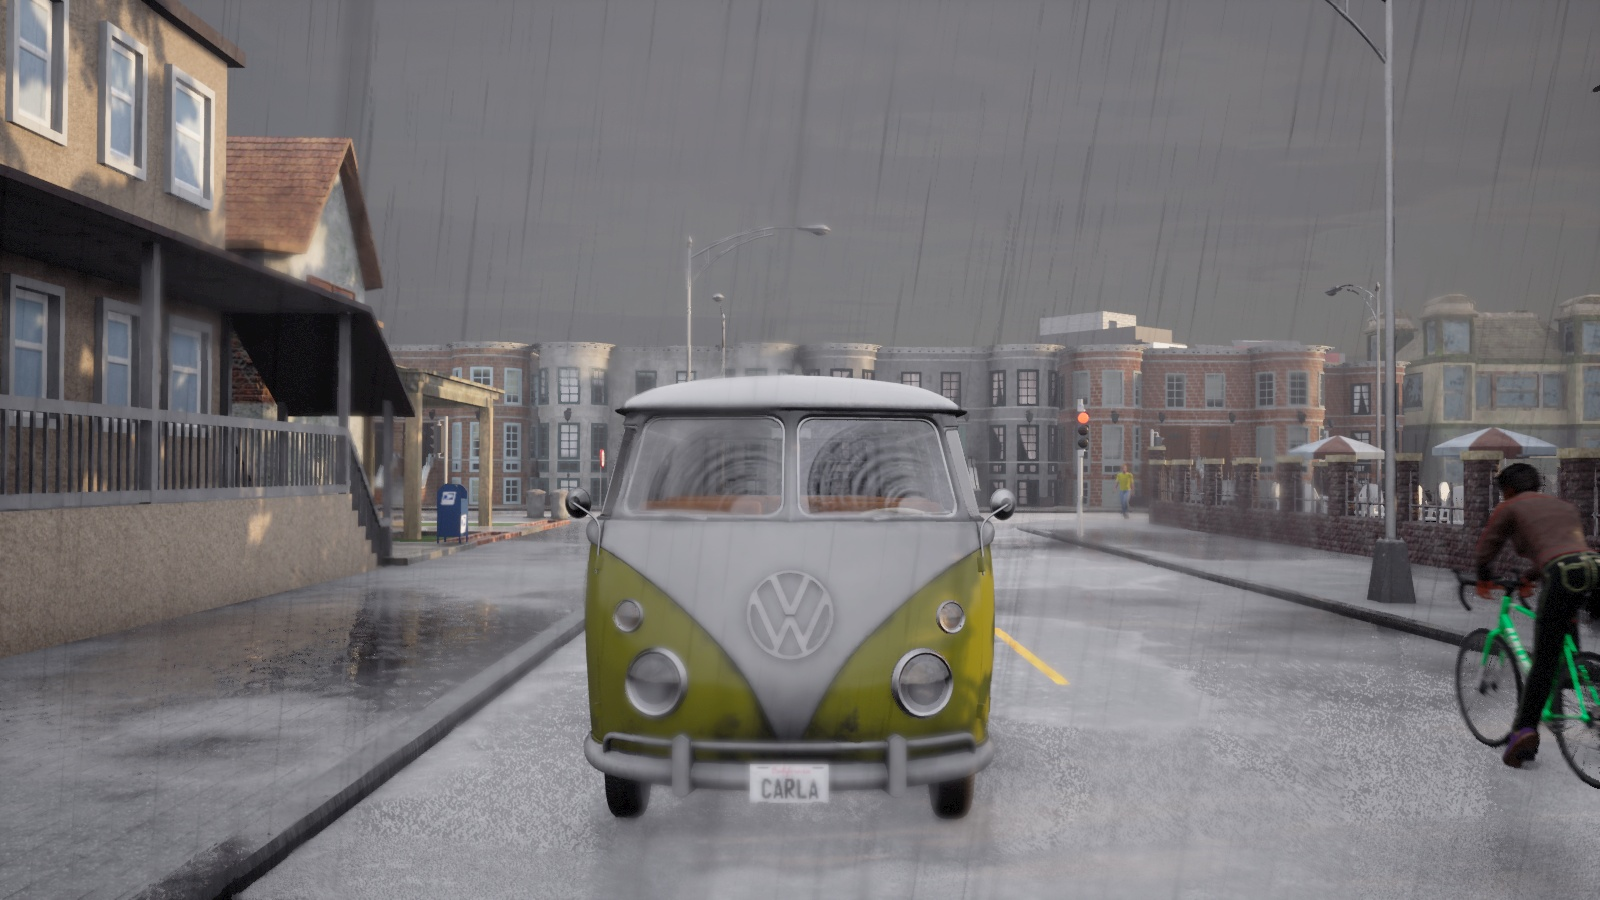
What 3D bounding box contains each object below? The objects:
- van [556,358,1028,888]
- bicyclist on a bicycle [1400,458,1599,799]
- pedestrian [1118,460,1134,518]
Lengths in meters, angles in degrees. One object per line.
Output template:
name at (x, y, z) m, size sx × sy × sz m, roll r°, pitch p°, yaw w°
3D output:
van at (-0.043, 0.684, 6.958) m, size 1.775 × 1.987 × 4.442 m, roll 0°, pitch -1°, yaw 0°
bicyclist on a bicycle at (3.958, 0.866, 6.814) m, size 0.582 × 1.620 × 1.656 m, roll 0°, pitch -1°, yaw 0°
pedestrian at (10.429, 1.245, 40.163) m, size 0.354 × 1.836 × 0.706 m, roll -1°, pitch -1°, yaw 24°
